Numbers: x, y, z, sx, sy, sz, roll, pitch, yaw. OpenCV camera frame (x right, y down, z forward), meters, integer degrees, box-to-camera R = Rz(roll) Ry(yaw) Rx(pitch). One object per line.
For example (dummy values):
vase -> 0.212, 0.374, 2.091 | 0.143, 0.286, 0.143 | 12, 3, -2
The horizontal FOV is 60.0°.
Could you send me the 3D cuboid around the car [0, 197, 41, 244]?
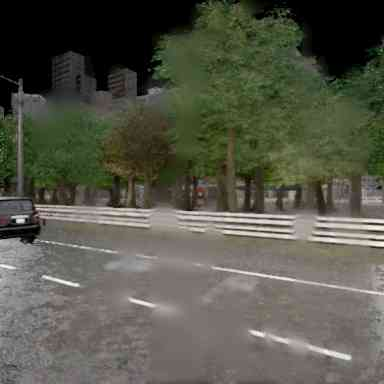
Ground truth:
car -> -8.857, 1.219, 14.507 | 5.566, 2.045, 2.150 | 0, 0, 36
